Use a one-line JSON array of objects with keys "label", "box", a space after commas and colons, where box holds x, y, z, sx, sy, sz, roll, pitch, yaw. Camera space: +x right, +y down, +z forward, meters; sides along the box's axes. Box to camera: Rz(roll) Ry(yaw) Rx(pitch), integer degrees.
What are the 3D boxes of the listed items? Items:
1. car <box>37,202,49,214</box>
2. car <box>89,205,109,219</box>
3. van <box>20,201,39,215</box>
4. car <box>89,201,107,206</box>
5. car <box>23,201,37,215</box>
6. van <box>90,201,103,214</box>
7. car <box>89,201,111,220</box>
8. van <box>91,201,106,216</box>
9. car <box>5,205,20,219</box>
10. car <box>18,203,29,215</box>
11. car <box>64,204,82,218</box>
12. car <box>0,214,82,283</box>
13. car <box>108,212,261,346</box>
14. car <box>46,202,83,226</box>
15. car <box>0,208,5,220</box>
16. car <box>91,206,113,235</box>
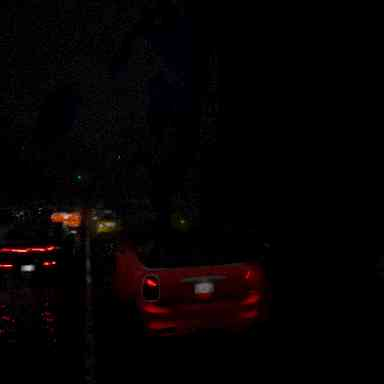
[{"label": "car", "box": [-17.825, 2.069, 41.562, 2.097, 1.767, 4.553, 0, -1, -17]}, {"label": "car", "box": [-6.936, 1.987, 26.263, 1.887, 1.381, 4.507, 0, -1, -18]}, {"label": "van", "box": [-21.618, 2.116, 44.435, 1.690, 1.788, 3.998, 0, -1, -18]}, {"label": "car", "box": [-8.574, 1.970, 31.449, 1.967, 1.590, 4.097, 0, -1, -18]}, {"label": "car", "box": [-19.980, 2.126, 39.249, 1.967, 1.590, 4.097, 0, -1, -18]}, {"label": "van", "box": [-13.489, 2.139, 47.003, 1.690, 1.788, 3.998, 0, -1, -18]}, {"label": "car", "box": [-10.213, 1.934, 36.635, 2.192, 1.841, 5.009, 0, -1, -18]}, {"label": "van", "box": [-11.851, 2.049, 41.819, 1.690, 1.788, 3.998, 0, -1, -18]}, {"label": "car", "box": [-16.703, 2.073, 28.878, 1.947, 1.339, 4.313, 0, -1, -18]}, {"label": "car", "box": [-18.290, 2.119, 33.902, 1.752, 1.417, 4.829, 0, -1, -18]}, {"label": "car", "box": [-13.948, 2.197, 39.289, 1.812, 1.442, 4.674, 0, -1, -18]}, {"label": "car", "box": [-4.712, 1.671, 10.395, 2.128, 1.511, 4.902, 0, -1, -18]}, {"label": "car", "box": [-0.458, 1.467, 6.931, 2.097, 1.767, 4.553, 0, -1, -18]}, {"label": "car", "box": [-9.211, 1.773, 24.628, 2.097, 1.767, 4.553, 0, -1, -18]}, {"label": "car", "box": [-15.014, 1.942, 23.533, 1.752, 1.417, 4.829, 0, -1, -18]}, {"label": "car", "box": [-5.349, 1.882, 21.241, 1.752, 1.417, 4.829, 0, -1, -18]}]
